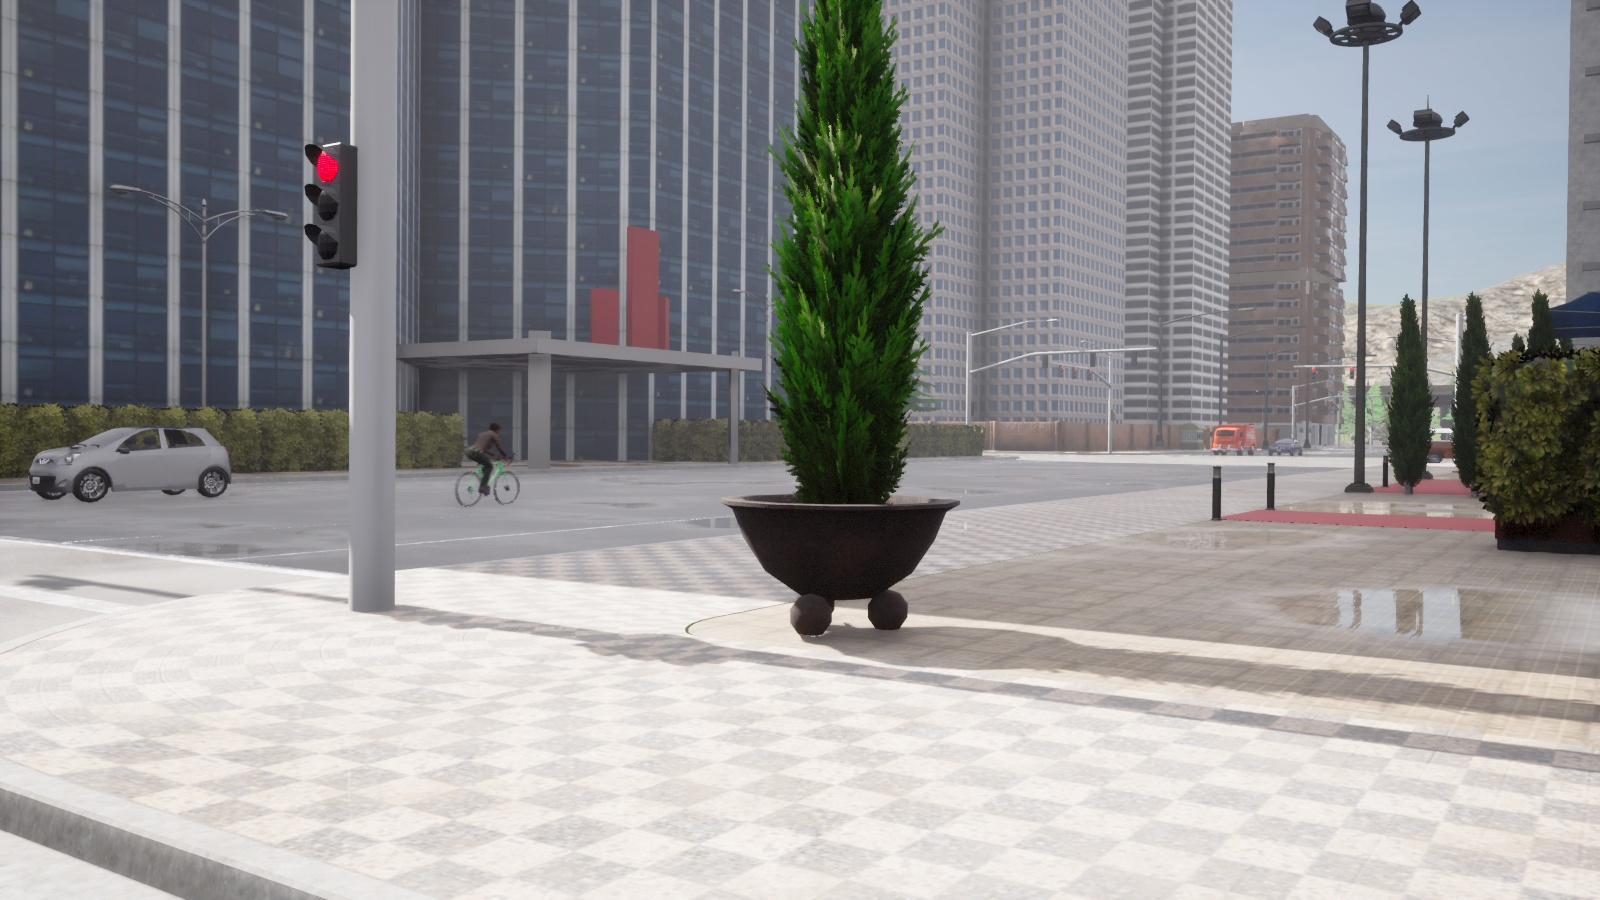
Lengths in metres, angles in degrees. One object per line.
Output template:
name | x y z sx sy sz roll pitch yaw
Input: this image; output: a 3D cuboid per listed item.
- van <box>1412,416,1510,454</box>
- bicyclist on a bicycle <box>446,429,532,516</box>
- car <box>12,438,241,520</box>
van | 36.154 -0.812 68.825 4.480 2.038 2.069 0 0 20
bicyclist on a bicycle | -5.999 0.406 24.323 0.582 1.620 1.656 0 1 33
car | -13.586 0.520 25.495 1.845 1.501 3.633 0 1 33
